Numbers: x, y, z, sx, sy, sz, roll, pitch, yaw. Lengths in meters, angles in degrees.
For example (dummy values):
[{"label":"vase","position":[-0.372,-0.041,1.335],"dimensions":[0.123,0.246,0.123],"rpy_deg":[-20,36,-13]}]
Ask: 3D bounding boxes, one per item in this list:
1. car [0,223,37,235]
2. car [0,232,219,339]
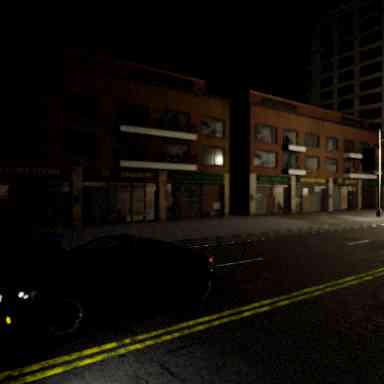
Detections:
[{"label":"car","position":[-5.535,1.477,7.719],"dimensions":[5.008,1.535,1.882],"rpy_deg":[0,0,-35]},{"label":"car","position":[-1.500,1.564,6.606],"dimensions":[4.181,1.385,1.994],"rpy_deg":[0,0,-35]}]
